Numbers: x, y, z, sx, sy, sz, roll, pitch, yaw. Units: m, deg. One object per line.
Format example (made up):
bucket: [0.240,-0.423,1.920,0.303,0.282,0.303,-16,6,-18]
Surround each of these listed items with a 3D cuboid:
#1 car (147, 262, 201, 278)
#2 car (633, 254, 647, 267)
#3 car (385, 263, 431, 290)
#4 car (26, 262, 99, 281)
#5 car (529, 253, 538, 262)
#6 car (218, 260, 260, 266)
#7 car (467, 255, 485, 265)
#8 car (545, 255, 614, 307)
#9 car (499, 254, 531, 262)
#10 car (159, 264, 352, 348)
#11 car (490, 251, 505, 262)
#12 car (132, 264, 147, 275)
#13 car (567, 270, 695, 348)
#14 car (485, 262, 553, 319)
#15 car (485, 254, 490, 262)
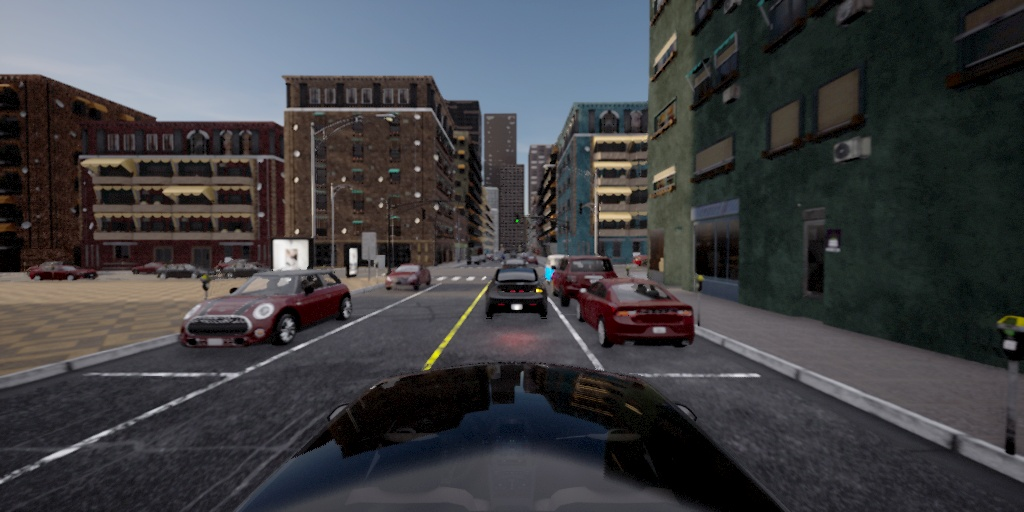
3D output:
car: [-27.841,1.312,30.733,4.403,1.370,2.007,0,0,0]
car: [15.931,0.258,39.362,5.009,1.841,2.192,0,0,0]
car: [-5.616,1.077,19.905,1.802,1.307,4.207,0,0,0]
car: [-38.270,1.457,30.750,4.507,1.381,1.888,0,0,0]
car: [2.902,0.633,52.260,1.802,1.307,4.207,0,0,0]
car: [-22.272,1.231,30.748,4.403,1.370,2.007,0,0,0]
car: [-5.479,0.615,52.307,1.948,1.339,4.313,0,0,0]
car: [2.742,0.888,14.342,2.192,1.841,5.009,0,0,0]
car: [0.207,0.875,26.879,1.882,1.535,5.008,0,1,0]
car: [-5.663,1.089,8.851,1.967,1.591,4.097,0,0,0]
car: [-2.761,0.374,64.919,2.128,1.511,4.902,0,1,1]
car: [-39.006,1.320,39.289,4.207,1.307,1.802,0,0,0]
car: [2.718,1.195,8.814,1.888,1.381,4.507,0,0,0]
car: [0.144,1.108,12.155,1.837,1.490,4.892,0,1,0]
car: [-5.432,0.467,63.353,1.948,1.339,4.313,0,0,0]
